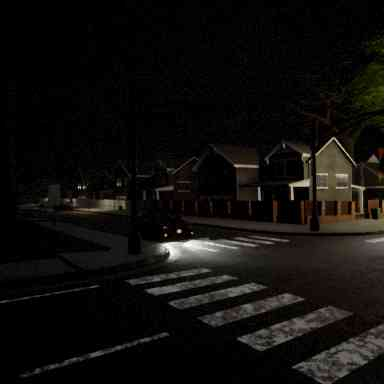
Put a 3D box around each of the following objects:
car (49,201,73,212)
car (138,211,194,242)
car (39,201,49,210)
[{"bbox_3d":[-18.235,1.985,47.025,2.128,1.511,4.902,-1,0,-34],"label":"car"},{"bbox_3d":[-1.621,1.734,17.713,1.994,1.385,4.181,-1,0,-31],"label":"car"},{"bbox_3d":[-24.210,2.187,55.555,1.994,1.385,4.181,-1,0,-35],"label":"car"}]
